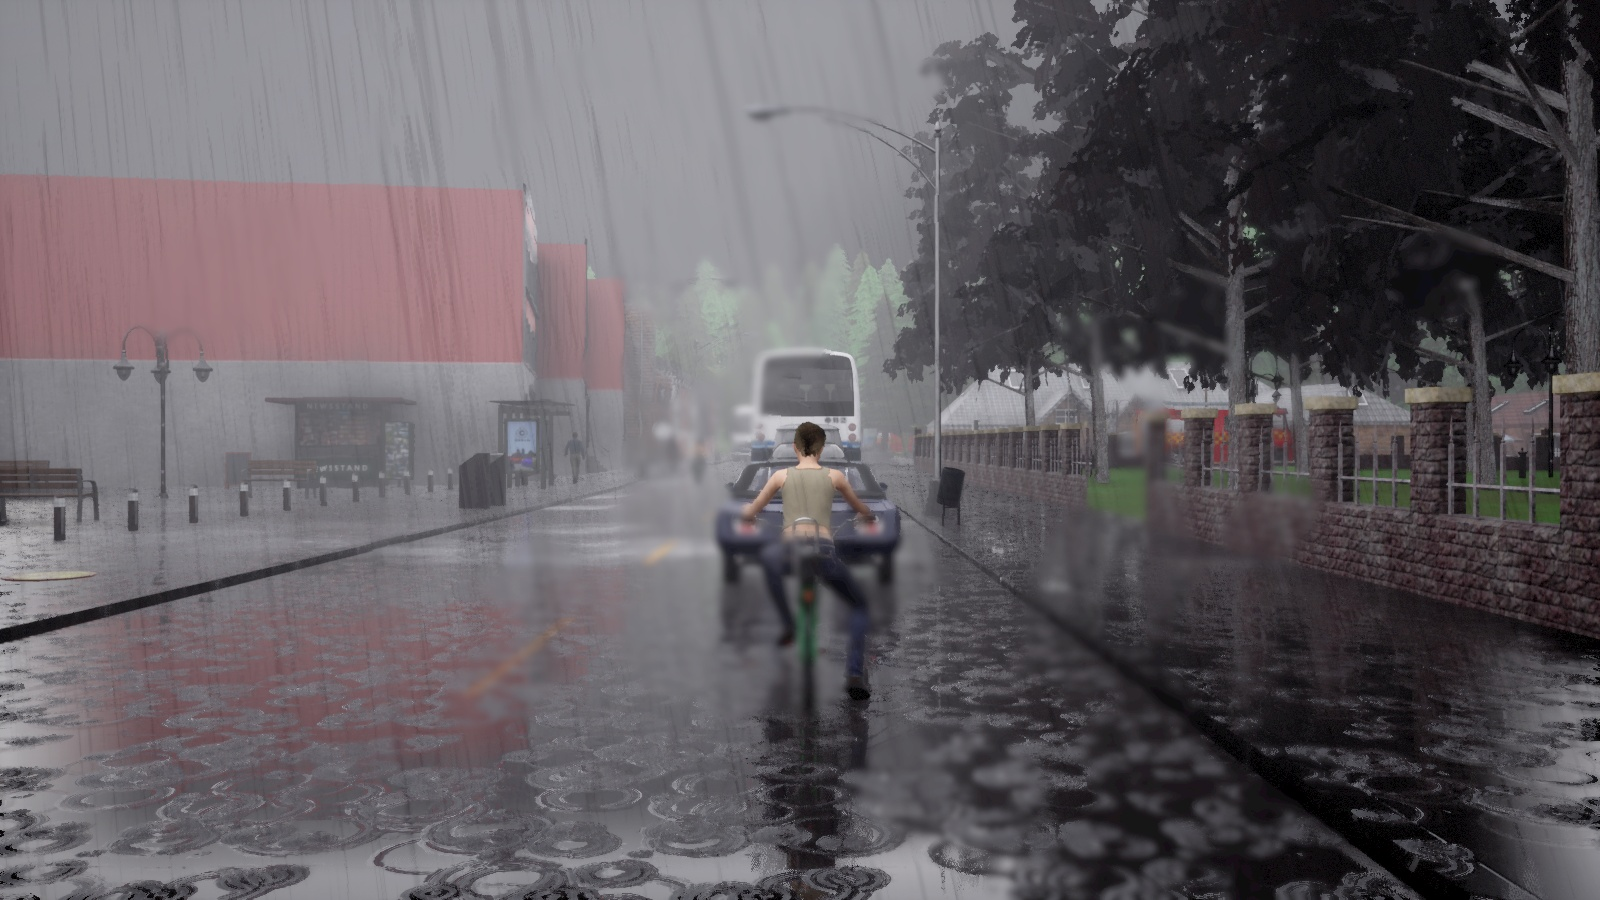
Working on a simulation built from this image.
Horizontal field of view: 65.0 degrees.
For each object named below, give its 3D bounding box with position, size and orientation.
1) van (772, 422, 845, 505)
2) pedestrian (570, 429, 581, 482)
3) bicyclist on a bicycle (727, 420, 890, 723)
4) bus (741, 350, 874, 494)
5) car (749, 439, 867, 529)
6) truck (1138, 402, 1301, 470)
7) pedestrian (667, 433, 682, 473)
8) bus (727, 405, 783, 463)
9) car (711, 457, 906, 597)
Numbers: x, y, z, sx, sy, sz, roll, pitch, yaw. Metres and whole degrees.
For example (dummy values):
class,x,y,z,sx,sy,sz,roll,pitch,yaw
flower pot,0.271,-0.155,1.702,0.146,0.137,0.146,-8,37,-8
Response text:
class,x,y,z,sx,sy,sz,roll,pitch,yaw
van,0.217,0.315,32.578,1.775,1.987,4.442,0,0,0
pedestrian,-7.834,0.202,43.857,0.370,1.835,0.726,0,0,-10
bicyclist on a bicycle,0.050,0.641,7.436,0.866,1.612,1.509,0,0,0
bus,0.289,-0.869,42.315,3.944,4.253,10.273,0,0,1
car,0.156,0.560,23.591,2.007,1.525,4.514,0,0,0
truck,24.151,-0.808,72.529,8.468,3.827,2.891,0,0,-1
pedestrian,-6.182,0.137,61.768,0.402,1.930,0.666,0,0,29
bus,-3.348,-1.181,97.211,3.944,4.253,10.273,0,0,0
car,0.096,0.765,14.566,1.895,1.301,4.718,0,0,0
